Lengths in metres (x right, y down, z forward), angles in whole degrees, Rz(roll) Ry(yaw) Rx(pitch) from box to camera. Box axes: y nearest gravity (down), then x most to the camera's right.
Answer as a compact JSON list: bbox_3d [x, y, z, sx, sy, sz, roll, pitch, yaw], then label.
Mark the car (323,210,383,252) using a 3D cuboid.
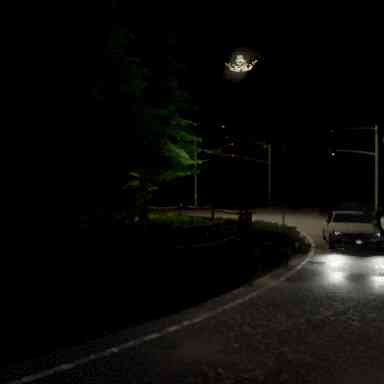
[{"bbox_3d":[6.663,1.517,14.118,1.812,1.442,4.674,0,0,17],"label":"car"}]
